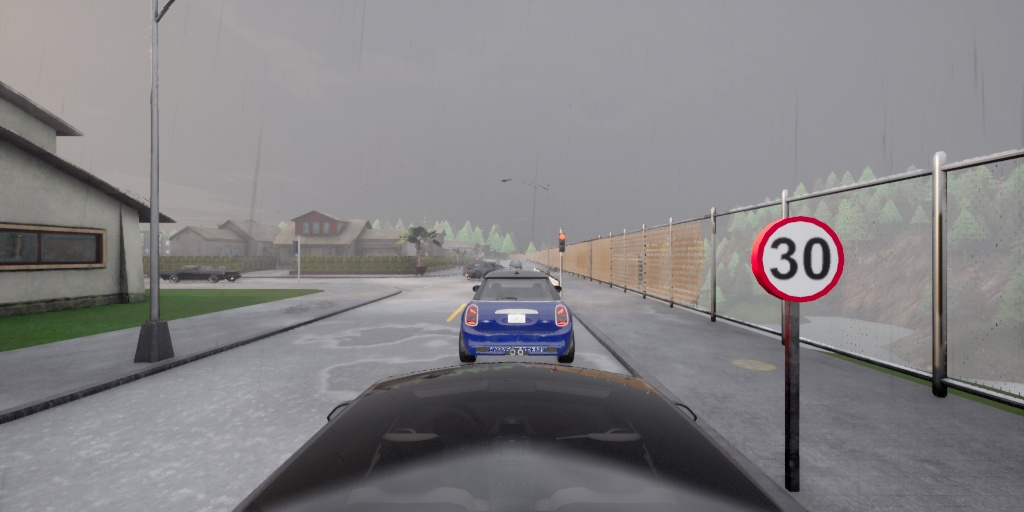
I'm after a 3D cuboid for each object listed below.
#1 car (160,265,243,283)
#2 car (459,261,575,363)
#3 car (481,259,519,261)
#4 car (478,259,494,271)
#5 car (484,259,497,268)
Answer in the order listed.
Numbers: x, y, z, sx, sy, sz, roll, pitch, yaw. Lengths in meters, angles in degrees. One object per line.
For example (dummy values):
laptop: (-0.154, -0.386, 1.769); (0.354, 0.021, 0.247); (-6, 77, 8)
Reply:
car: (-22.999, 1.351, 26.671); (4.718, 1.301, 1.895); (0, 0, 1)
car: (0.115, 1.102, 8.332); (2.097, 1.767, 4.553); (0, 0, 1)
car: (-1.923, 1.256, 30.213); (1.837, 1.490, 4.892); (4, 3, 44)
car: (-3.661, 1.227, 51.200); (1.882, 1.535, 5.008); (0, 0, 1)
car: (-3.558, 1.255, 60.650); (1.837, 1.490, 4.892); (0, 0, 1)
